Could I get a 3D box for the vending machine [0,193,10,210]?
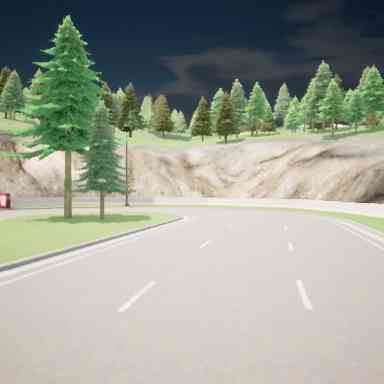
[{"bbox_3d":[-23.291,1.175,41.287,1.100,2.100,0.880,0,0,41],"label":"vending machine"}]
